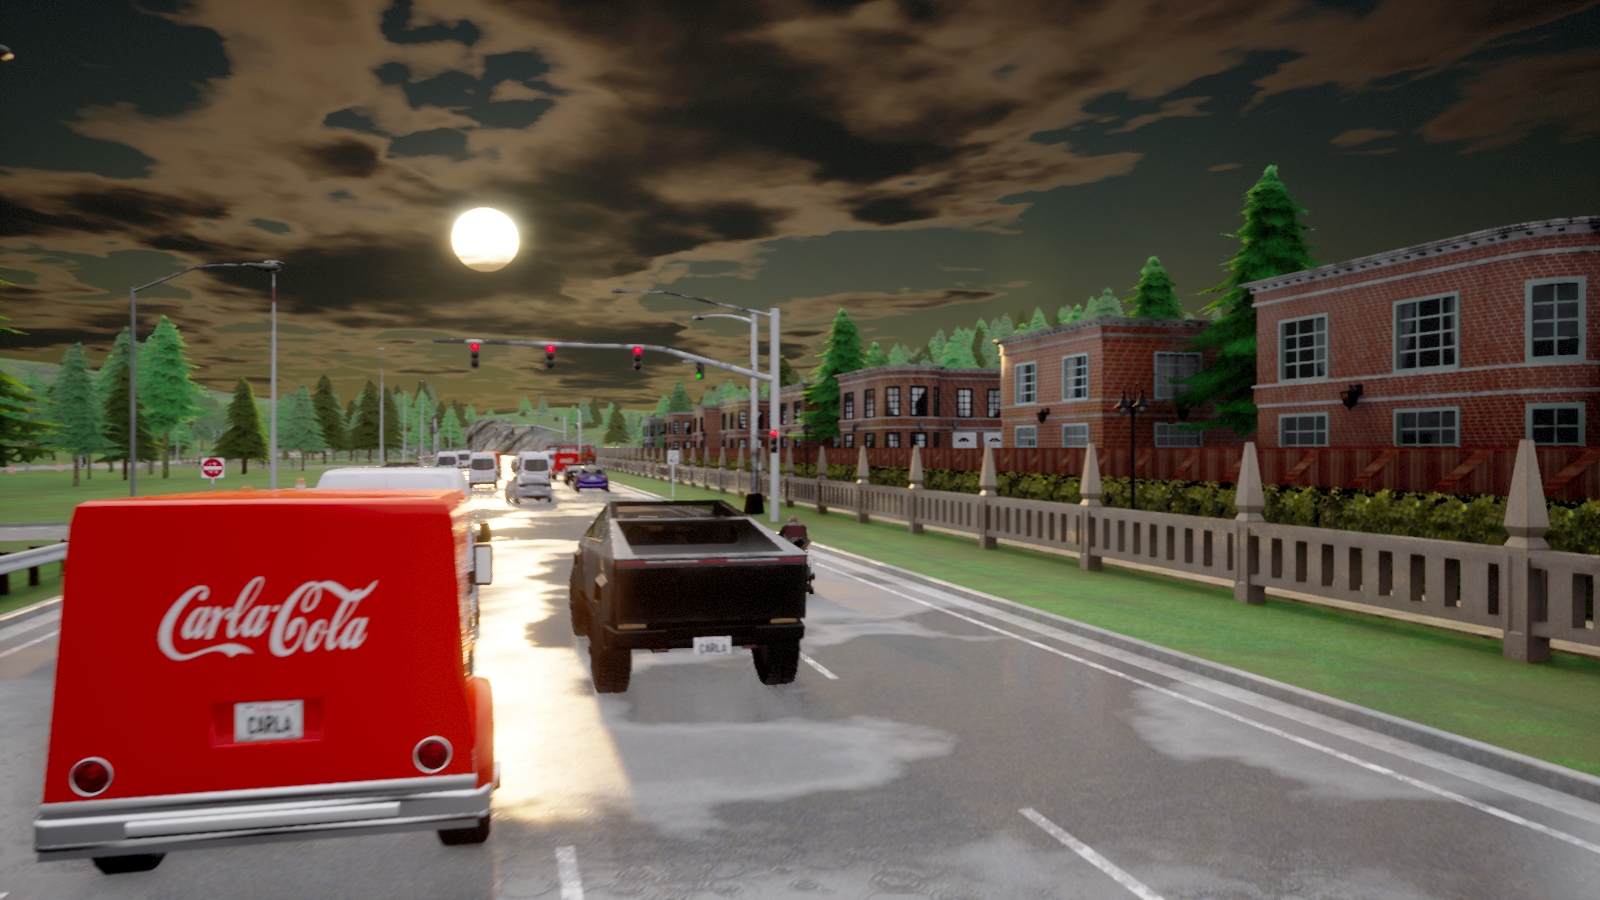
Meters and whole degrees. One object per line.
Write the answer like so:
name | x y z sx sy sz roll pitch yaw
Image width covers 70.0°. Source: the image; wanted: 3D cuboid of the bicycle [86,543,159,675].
bicycle | -8.914 2.043 15.077 0.329 1.471 1.835 0 0 -15

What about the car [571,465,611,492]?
car | -13.936 1.891 76.010 2.242 1.667 4.611 0 0 -15

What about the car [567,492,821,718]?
car | -1.714 1.737 15.209 2.390 2.098 6.274 0 0 -15

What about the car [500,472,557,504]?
car | -14.343 1.973 60.205 2.097 1.535 5.006 0 0 -23

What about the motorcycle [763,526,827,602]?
motorcycle | -0.125 2.182 22.346 0.867 1.251 2.209 0 0 -11

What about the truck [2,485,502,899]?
truck | -3.728 1.536 9.071 2.627 2.467 5.204 0 -1 -15
